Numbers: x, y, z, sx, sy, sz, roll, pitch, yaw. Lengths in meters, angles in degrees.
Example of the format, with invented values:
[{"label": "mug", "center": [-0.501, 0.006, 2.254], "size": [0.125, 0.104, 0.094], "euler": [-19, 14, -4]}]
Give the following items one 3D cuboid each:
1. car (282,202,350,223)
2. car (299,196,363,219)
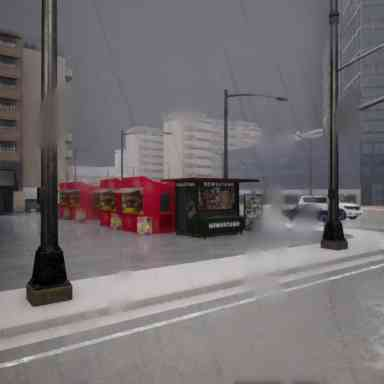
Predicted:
[{"label": "car", "center": [9.675, 1.706, 26.701], "size": [1.895, 1.301, 4.718], "euler": [0, -1, -37]}, {"label": "car", "center": [12.003, 1.340, 29.433], "size": [2.150, 2.045, 5.566], "euler": [0, -1, -36]}]
